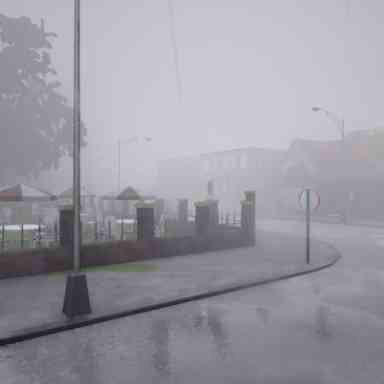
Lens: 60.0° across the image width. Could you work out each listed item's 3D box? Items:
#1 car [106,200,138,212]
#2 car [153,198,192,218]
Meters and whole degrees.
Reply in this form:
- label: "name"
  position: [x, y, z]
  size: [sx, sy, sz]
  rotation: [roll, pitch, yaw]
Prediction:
- label: "car"
  position: [-8.189, 1.232, 38.938]
  size: [2.150, 2.045, 5.566]
  rotation: [0, 0, -35]
- label: "car"
  position: [-1.983, 1.363, 30.243]
  size: [2.097, 1.767, 4.553]
  rotation: [0, 0, -36]
